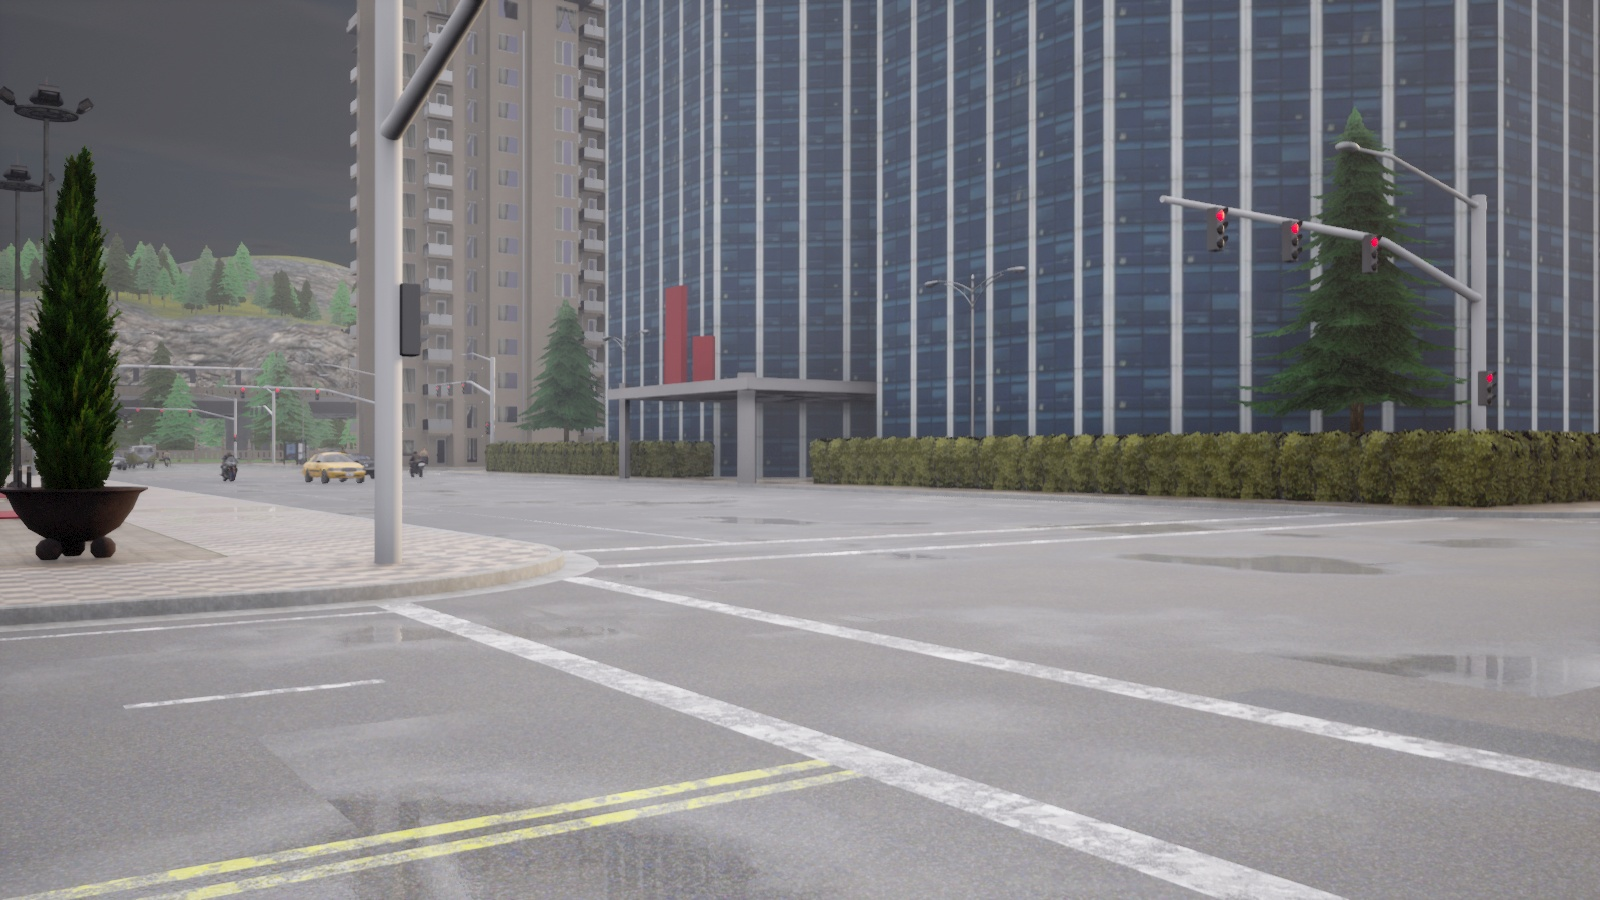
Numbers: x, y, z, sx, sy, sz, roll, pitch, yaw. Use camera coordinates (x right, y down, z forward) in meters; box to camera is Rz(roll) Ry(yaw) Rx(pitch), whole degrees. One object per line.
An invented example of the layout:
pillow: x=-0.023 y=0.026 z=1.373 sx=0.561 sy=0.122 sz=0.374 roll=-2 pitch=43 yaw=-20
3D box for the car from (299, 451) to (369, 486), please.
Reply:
car: x=-22.020 y=0.856 z=59.226 sx=1.801 sy=1.575 sz=5.366 roll=0 pitch=0 yaw=-35

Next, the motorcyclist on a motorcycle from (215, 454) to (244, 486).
motorcyclist on a motorcycle: x=-28.018 y=0.975 z=61.657 sx=0.866 sy=1.530 sz=2.191 roll=0 pitch=0 yaw=-35

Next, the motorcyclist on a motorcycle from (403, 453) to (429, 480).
motorcyclist on a motorcycle: x=-21.683 y=0.918 z=70.890 sx=0.797 sy=1.523 sz=2.044 roll=0 pitch=0 yaw=-35

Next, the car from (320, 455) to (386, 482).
car: x=-24.587 y=0.989 z=68.936 sx=2.033 sy=1.411 sz=5.357 roll=0 pitch=0 yaw=-35
